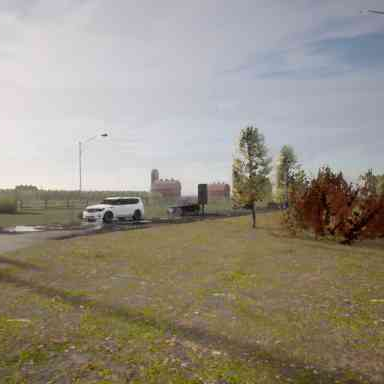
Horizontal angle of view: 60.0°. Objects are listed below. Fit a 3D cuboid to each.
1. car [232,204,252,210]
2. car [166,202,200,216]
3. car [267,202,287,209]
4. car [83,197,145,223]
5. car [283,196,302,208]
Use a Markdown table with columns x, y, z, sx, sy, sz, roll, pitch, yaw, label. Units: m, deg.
| x | y | z | sx | sy | sz | roll | pitch | yaw | label |
| --- | --- | --- | --- | --- | --- | --- | --- | --- | --- |
| 7.661 | 2.050 | 50.733 | 1.994 | 1.385 | 4.181 | -1 | -1 | 32 | car |
| -0.942 | 1.821 | 36.983 | 2.128 | 1.511 | 4.902 | -1 | -1 | 32 | car |
| 13.458 | 1.966 | 53.157 | 1.837 | 1.490 | 4.892 | -1 | -1 | 32 | car |
| -6.442 | 1.453 | 28.188 | 2.150 | 2.045 | 5.566 | -1 | -1 | 34 | car |
| 18.685 | 1.783 | 61.684 | 2.150 | 2.045 | 5.566 | -1 | -1 | 31 | car |
